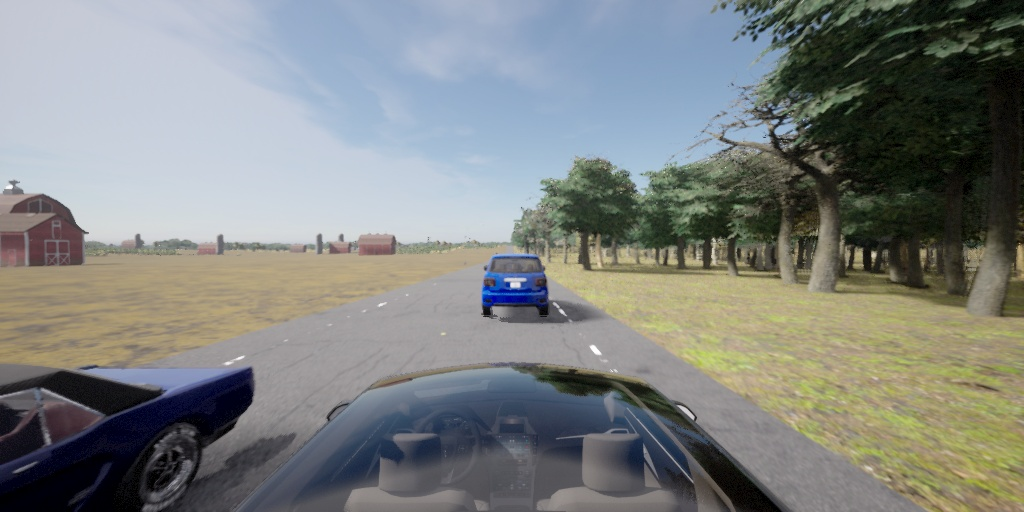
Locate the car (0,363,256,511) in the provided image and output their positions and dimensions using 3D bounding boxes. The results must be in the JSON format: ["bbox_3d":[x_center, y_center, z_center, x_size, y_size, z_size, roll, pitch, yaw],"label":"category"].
[{"bbox_3d":[-3.597,1.351,1.475,1.895,1.301,4.718,0,0,0],"label":"car"}]

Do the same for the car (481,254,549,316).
[{"bbox_3d":[0.103,0.939,13.261,2.150,2.045,5.566,0,0,0],"label":"car"}]
